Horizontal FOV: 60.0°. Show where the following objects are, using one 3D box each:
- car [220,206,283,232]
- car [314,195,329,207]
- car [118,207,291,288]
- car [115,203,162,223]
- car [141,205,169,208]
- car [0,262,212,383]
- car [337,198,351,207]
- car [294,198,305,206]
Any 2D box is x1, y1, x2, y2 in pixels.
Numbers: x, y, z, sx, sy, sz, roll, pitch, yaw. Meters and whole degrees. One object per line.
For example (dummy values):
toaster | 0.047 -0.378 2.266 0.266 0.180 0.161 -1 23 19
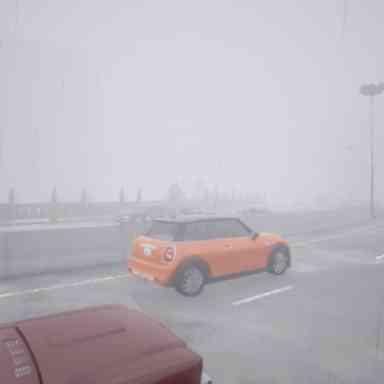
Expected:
car | 3.961 1.660 21.710 1.994 1.385 4.181 0 0 44
car | 21.884 1.462 56.346 2.150 2.045 5.566 0 0 21
car | 0.642 1.393 8.939 4.553 1.767 2.097 0 0 -38
car | -3.264 1.617 24.352 4.892 1.490 1.837 0 0 -44
car | -0.747 1.700 21.875 4.718 1.301 1.895 0 0 -44
car | -2.156 1.614 2.345 4.718 1.301 1.895 0 0 -35
car | 25.500 1.785 55.981 2.033 1.411 5.357 0 0 21
car | 19.624 1.809 60.488 2.033 1.411 5.357 0 0 19
